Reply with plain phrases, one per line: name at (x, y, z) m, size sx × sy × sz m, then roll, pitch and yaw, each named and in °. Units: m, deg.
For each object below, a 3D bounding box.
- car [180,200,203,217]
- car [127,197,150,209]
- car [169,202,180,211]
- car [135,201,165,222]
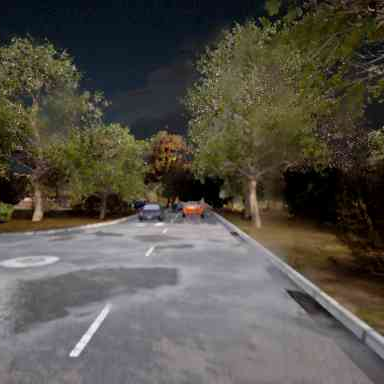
car at (0.098, 1.652, 35.000) m, size 2.097 × 1.767 × 4.553 m, roll 0°, pitch -1°, yaw 0°
car at (-7.901, 1.795, 50.903) m, size 5.566 × 2.045 × 2.150 m, roll -1°, pitch -3°, yaw 31°
car at (-1.837, 2.084, 48.645) m, size 1.994 × 1.385 × 4.181 m, roll 1°, pitch -1°, yaw -24°
car at (-3.346, 1.723, 28.273) m, size 1.812 × 1.442 × 4.674 m, roll 0°, pitch -1°, yaw 0°
